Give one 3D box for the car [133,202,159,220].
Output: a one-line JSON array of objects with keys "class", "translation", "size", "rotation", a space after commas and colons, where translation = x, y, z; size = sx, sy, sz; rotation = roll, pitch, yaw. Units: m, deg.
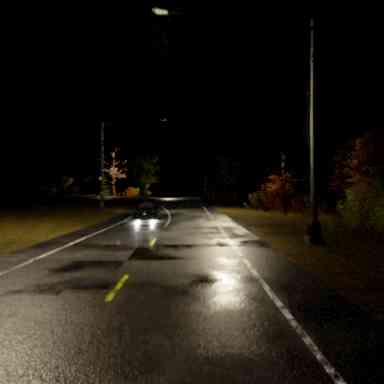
[{"class": "car", "translation": [-3.885, 1.578, 28.555], "size": [1.994, 1.385, 4.181], "rotation": [0, 0, -3]}]
